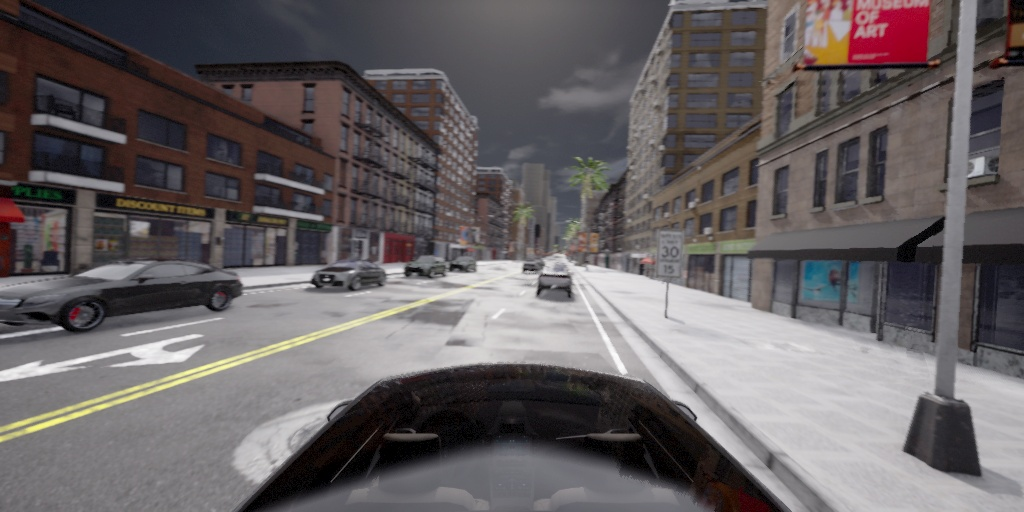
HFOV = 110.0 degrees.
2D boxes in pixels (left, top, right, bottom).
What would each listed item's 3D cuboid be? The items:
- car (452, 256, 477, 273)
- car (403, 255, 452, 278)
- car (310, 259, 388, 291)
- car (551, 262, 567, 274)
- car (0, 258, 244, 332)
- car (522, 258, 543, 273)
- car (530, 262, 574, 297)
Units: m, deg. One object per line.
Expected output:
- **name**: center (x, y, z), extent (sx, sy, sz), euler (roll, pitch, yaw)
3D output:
- **car**: center (-5.083, 0.746, 37.632), extent (2.097, 1.767, 4.553), euler (3, 0, 9)
- **car**: center (-6.542, 0.702, 27.539), extent (2.097, 1.767, 4.553), euler (3, 0, 8)
- **car**: center (-7.927, 0.866, 17.832), extent (1.994, 1.385, 4.181), euler (3, 0, 8)
- **car**: center (6.378, 1.521, 48.163), extent (1.994, 1.385, 4.181), euler (3, 0, 8)
- **car**: center (-9.178, 0.779, 8.902), extent (1.812, 1.442, 4.674), euler (3, 0, 10)
- **car**: center (2.240, 1.269, 42.049), extent (1.837, 1.490, 4.892), euler (3, 0, 8)
- **car**: center (2.427, 1.334, 20.121), extent (2.128, 1.511, 4.902), euler (3, 0, 8)
